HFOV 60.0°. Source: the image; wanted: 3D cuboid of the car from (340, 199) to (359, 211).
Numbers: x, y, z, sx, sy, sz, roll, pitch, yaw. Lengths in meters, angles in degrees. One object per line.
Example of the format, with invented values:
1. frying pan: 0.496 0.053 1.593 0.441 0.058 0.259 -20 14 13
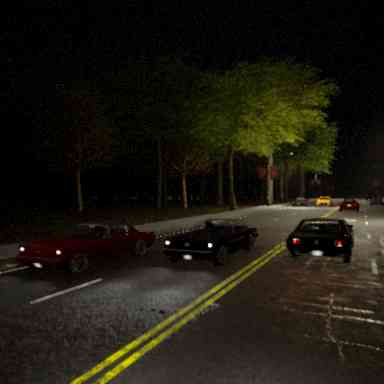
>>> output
1. car: 18.250 1.447 38.576 1.994 1.385 4.181 -1 0 27

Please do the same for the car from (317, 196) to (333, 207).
1. car: 19.190 1.390 47.998 1.882 1.535 5.008 -1 0 27

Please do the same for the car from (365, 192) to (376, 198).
1. car: 37.325 0.985 69.185 2.150 2.045 5.566 -1 0 27

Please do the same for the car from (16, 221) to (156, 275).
1. car: -3.230 1.691 11.080 1.895 1.301 4.718 -1 0 27

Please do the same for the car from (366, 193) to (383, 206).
1. car: 27.574 1.349 49.777 2.033 1.411 5.357 -1 0 27

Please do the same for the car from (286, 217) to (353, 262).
1. car: 4.850 1.576 12.191 1.895 1.301 4.718 -1 0 27

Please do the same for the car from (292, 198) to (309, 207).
1. car: 16.053 1.527 48.995 1.994 1.385 4.181 -1 0 27

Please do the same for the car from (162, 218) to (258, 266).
1. car: 0.845 1.634 11.926 1.895 1.301 4.718 -1 0 27
